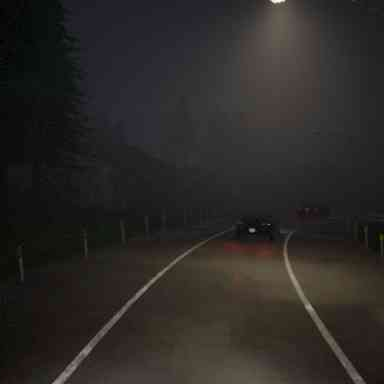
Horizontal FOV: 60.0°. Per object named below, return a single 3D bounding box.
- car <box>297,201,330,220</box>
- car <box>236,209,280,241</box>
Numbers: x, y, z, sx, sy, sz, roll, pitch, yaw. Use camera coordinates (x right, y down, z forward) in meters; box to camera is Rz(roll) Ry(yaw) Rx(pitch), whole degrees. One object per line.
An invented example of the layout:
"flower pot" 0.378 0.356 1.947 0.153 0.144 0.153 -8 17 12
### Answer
"car" 12.123 1.692 32.928 2.097 1.767 4.553 4 1 37
"car" 3.531 1.597 17.416 1.812 1.442 4.674 1 0 19
